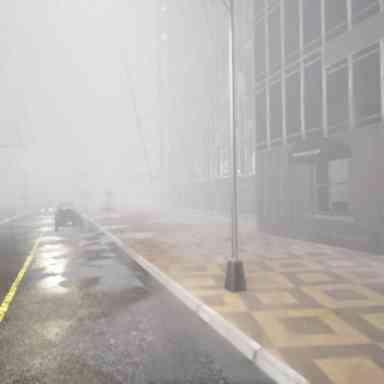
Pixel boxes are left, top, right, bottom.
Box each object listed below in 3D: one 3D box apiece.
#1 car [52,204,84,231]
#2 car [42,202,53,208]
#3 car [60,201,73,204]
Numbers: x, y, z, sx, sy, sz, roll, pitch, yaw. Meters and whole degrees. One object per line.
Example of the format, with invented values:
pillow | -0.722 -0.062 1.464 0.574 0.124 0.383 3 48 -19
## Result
car | -8.596 1.834 23.275 1.812 1.442 4.674 -1 0 -21
car | -28.475 2.529 65.548 1.895 1.301 4.718 -1 0 -21
car | -14.917 1.879 39.413 2.097 1.767 4.553 -1 0 -21
